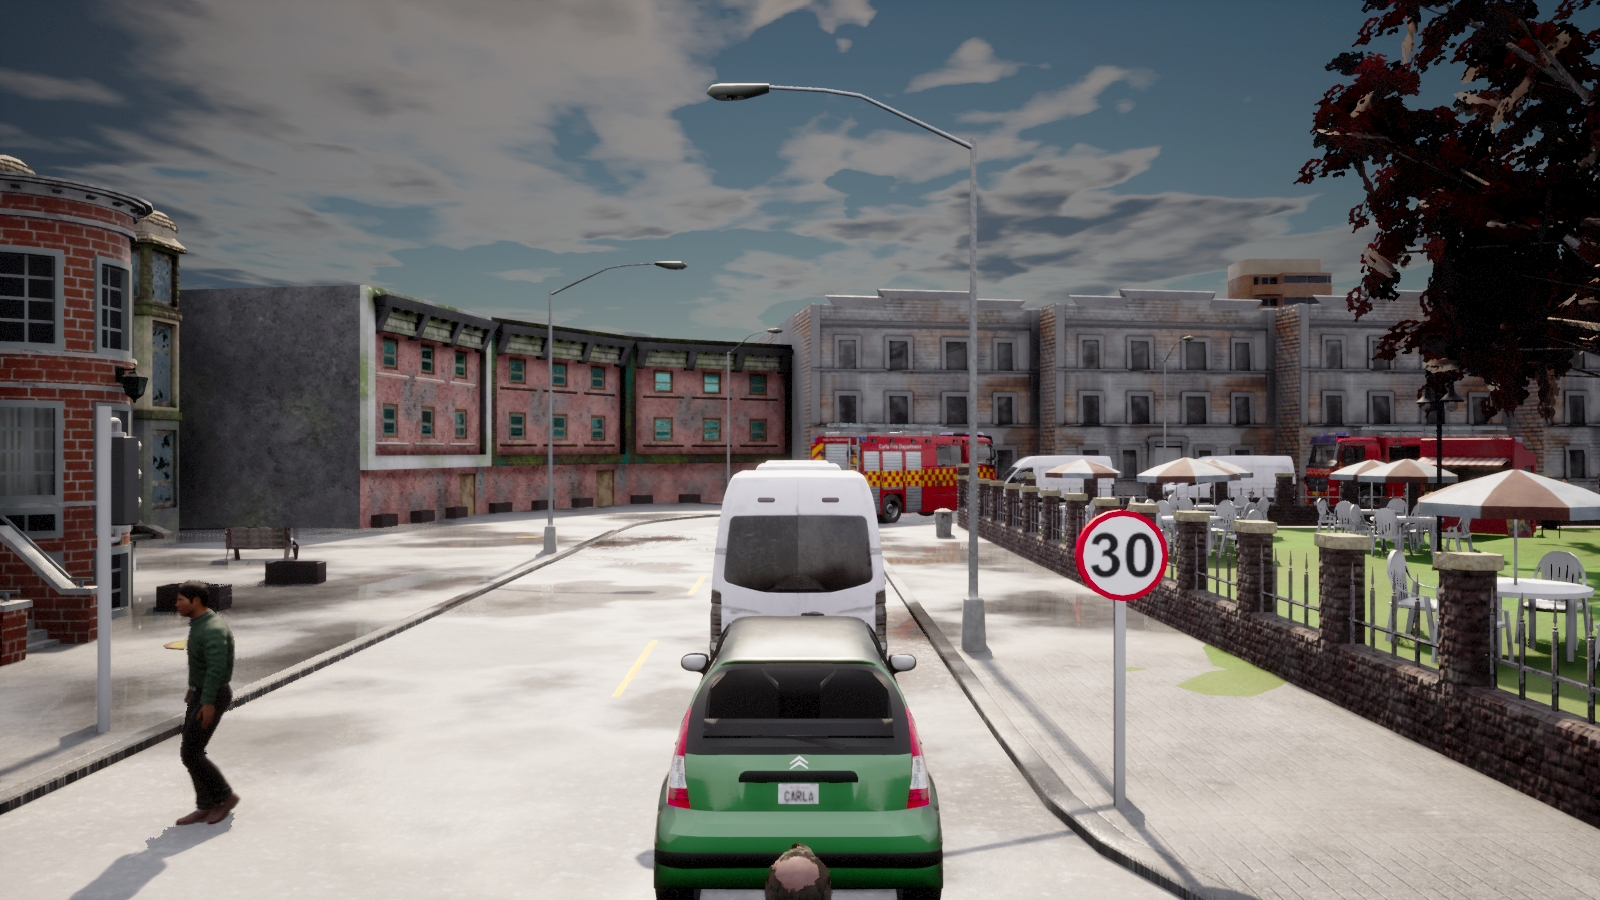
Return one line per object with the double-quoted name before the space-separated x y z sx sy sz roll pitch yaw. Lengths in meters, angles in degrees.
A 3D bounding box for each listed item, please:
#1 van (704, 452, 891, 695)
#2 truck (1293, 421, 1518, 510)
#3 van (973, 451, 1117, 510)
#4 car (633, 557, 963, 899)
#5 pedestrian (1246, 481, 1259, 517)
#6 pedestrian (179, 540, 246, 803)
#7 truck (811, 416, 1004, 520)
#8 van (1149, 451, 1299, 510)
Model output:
"van" -0.025 1.315 15.105 1.988 2.561 5.915 0 0 0
"truck" 26.739 0.670 50.713 8.468 3.827 2.891 0 0 0
"van" 10.768 1.314 50.430 5.915 2.561 1.988 0 0 0
"car" -0.015 1.779 8.404 1.851 1.617 3.988 0 0 0
"pedestrian" 16.608 1.805 41.926 0.375 1.300 0.375 0 0 6
"pedestrian" -4.403 1.629 8.555 0.375 1.860 0.375 0 0 -39
"truck" 4.502 0.672 46.247 8.468 3.827 2.891 0 0 -43
"van" 18.656 1.314 50.452 5.915 2.561 1.988 0 0 0
